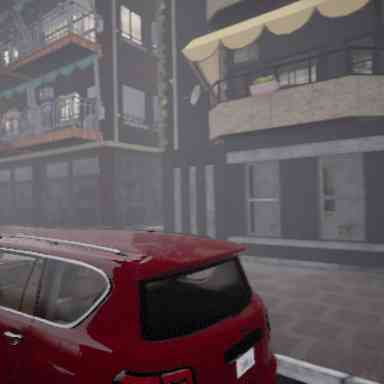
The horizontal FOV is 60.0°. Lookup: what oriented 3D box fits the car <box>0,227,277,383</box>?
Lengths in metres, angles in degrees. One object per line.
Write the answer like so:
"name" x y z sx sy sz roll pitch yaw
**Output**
"car" -1.554 1.338 3.814 5.009 1.841 2.192 0 -1 36
